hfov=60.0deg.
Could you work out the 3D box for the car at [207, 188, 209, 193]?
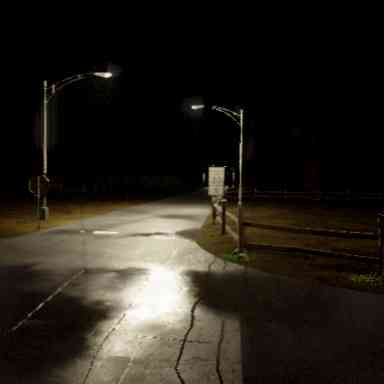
[{"bbox_3d":[3.820,-0.439,59.390,1.895,1.301,4.718,1,2,7],"label":"car"}]
